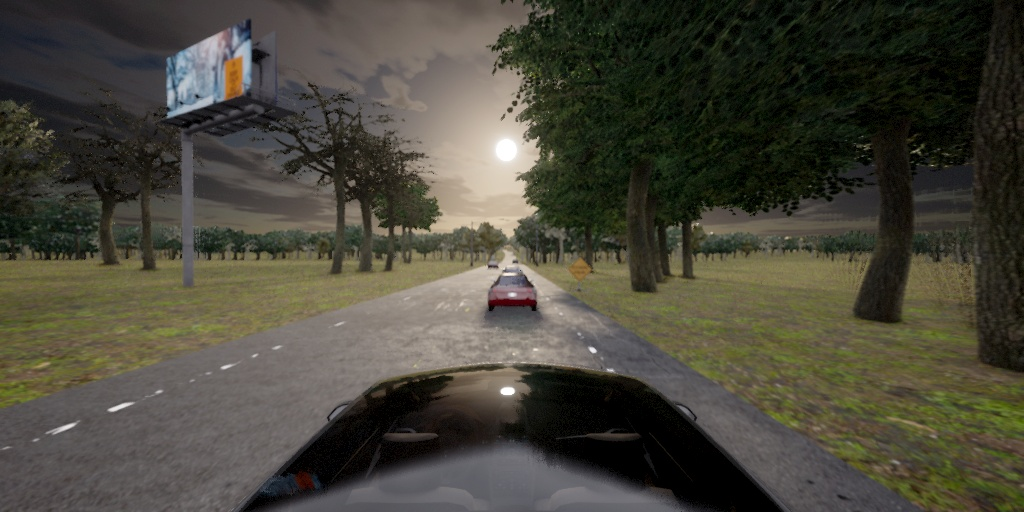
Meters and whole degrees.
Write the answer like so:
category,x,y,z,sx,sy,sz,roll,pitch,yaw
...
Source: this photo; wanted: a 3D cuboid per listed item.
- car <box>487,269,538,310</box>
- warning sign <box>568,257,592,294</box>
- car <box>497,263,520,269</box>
category,x,y,z,sx,sy,sz,roll,pitch,yaw
car,0.029,1.419,15.307,1.994,1.385,4.181,0,0,0
warning sign,3.565,0.998,19.071,1.300,1.860,1.060,0,0,0
car,0.046,1.528,30.346,1.994,1.385,4.181,0,0,0
